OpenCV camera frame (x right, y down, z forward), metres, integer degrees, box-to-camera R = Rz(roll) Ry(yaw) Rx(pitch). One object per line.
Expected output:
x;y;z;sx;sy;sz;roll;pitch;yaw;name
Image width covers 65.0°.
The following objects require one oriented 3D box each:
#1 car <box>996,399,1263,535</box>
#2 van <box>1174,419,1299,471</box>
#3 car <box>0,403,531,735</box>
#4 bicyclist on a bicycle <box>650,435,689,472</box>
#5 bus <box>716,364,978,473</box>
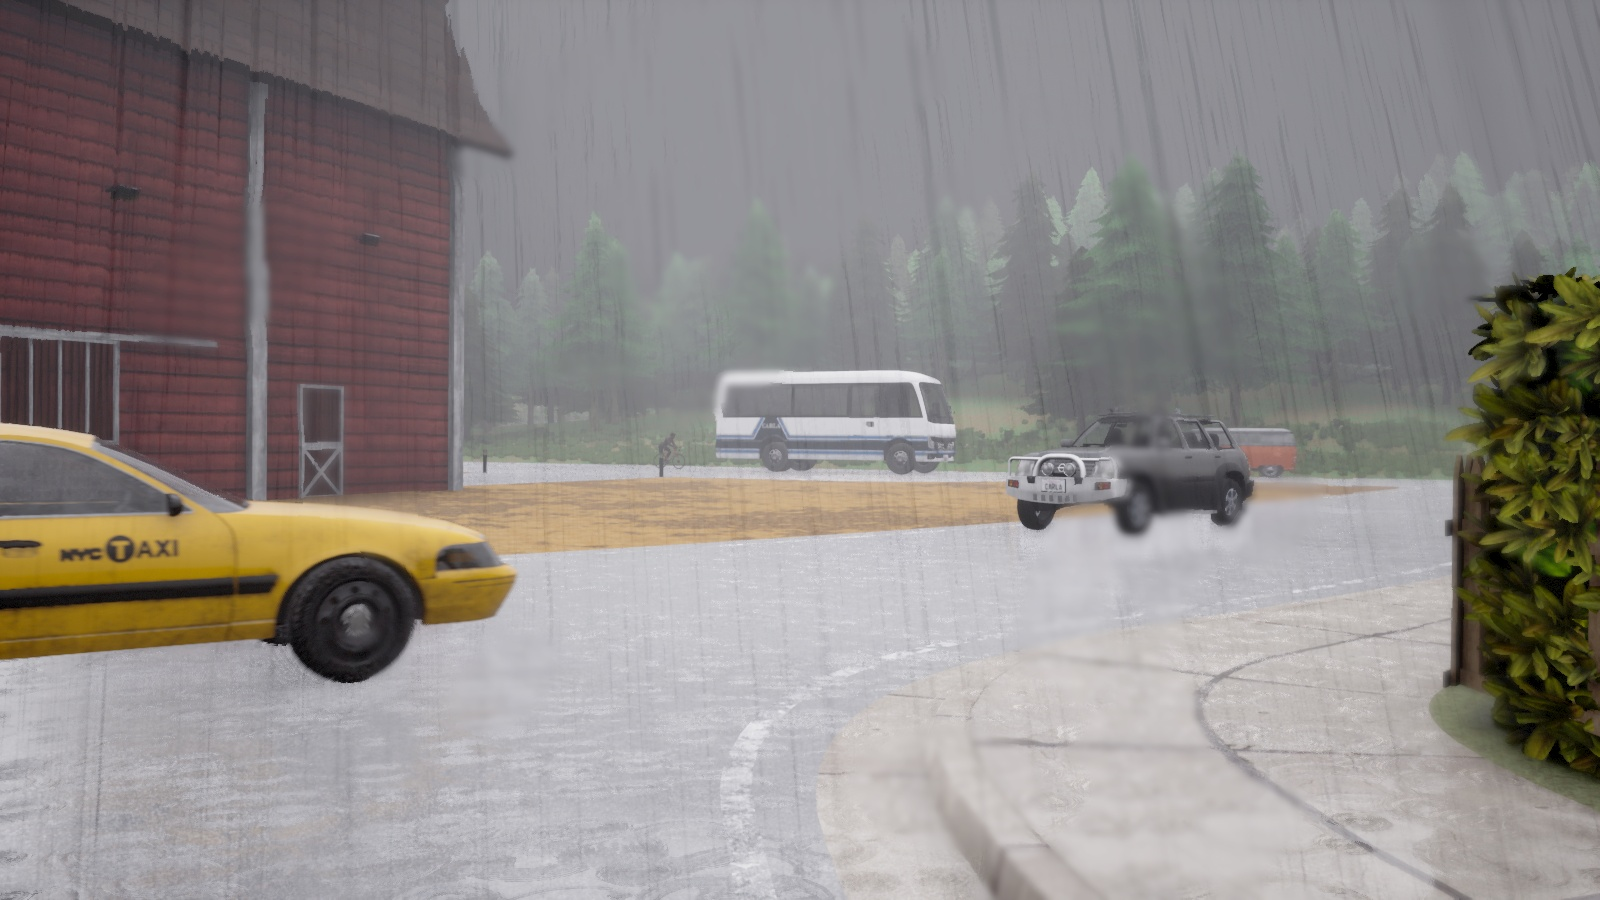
5.197;0.201;19.418;1.932;1.855;4.605;0;1;45;car
17.157;-0.198;49.355;4.442;1.987;1.775;0;1;27;van
-4.329;0.566;6.692;5.366;1.575;1.801;-1;1;-35;car
-5.874;0.157;56.603;1.656;1.620;0.582;0;1;26;bicyclist on a bicycle
1.927;-1.214;52.817;10.273;4.253;3.944;0;1;26;bus
